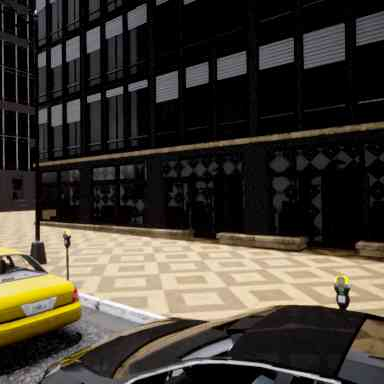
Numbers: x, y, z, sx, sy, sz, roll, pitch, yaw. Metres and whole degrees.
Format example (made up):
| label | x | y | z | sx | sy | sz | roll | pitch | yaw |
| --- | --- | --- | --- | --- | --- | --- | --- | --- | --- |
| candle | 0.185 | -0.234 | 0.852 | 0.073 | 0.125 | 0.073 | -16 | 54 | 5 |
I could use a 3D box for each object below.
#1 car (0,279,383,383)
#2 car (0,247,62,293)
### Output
| label | x | y | z | sx | sy | sz | roll | pitch | yaw |
| --- | --- | --- | --- | --- | --- | --- | --- | --- | --- |
| car | 0.677 | 1.566 | 2.363 | 4.313 | 1.339 | 1.947 | 0 | -1 | 35 |
| car | -3.957 | 1.527 | 5.877 | 4.829 | 1.417 | 1.752 | 0 | -1 | 35 |
